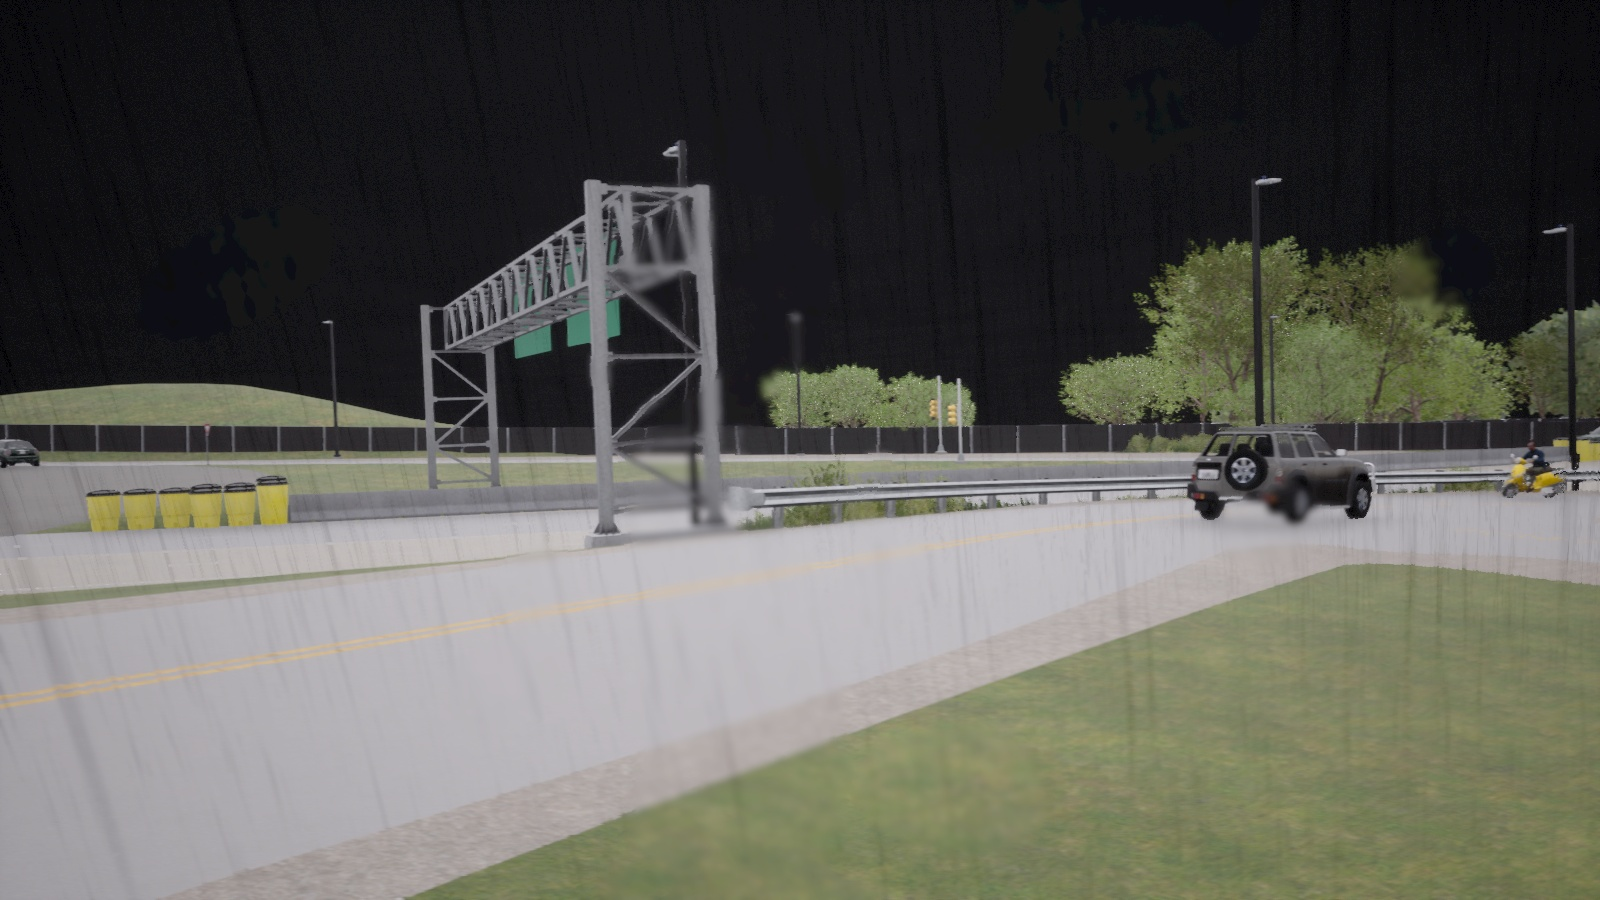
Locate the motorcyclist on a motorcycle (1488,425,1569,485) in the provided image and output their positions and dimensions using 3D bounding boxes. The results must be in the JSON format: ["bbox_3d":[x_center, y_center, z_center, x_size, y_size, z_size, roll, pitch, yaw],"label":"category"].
[{"bbox_3d":[20.016,0.133,34.524,1.817,1.590,0.866,-1,2,-15],"label":"motorcyclist on a motorcycle"}]

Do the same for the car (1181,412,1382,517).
[{"bbox_3d":[9.451,0.238,24.451,4.605,1.855,1.932,-1,0,-45],"label":"car"}]

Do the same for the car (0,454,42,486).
[{"bbox_3d":[-48.455,1.196,76.491,4.553,1.767,2.097,0,3,34],"label":"car"}]
